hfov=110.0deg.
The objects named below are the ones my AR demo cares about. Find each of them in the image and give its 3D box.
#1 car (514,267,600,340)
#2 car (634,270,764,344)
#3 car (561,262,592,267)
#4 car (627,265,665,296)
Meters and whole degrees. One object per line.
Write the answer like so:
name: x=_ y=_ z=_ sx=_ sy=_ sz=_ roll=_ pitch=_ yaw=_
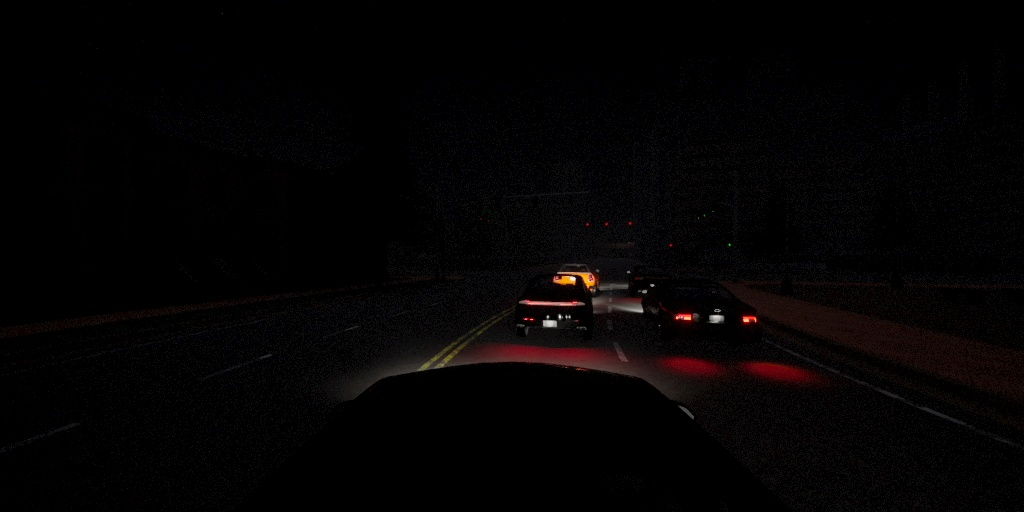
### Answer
car: x=1.323 y=1.242 z=10.076 sx=2.128 sy=1.511 sz=4.902 roll=0 pitch=0 yaw=12
car: x=4.696 y=1.297 z=9.647 sx=2.033 sy=1.411 sz=5.357 roll=0 pitch=0 yaw=13
car: x=3.487 y=1.102 z=18.963 sx=2.097 sy=1.767 sz=4.553 roll=0 pitch=0 yaw=16
car: x=7.254 y=1.228 z=19.135 sx=1.882 sy=1.535 sz=5.008 roll=0 pitch=0 yaw=16
